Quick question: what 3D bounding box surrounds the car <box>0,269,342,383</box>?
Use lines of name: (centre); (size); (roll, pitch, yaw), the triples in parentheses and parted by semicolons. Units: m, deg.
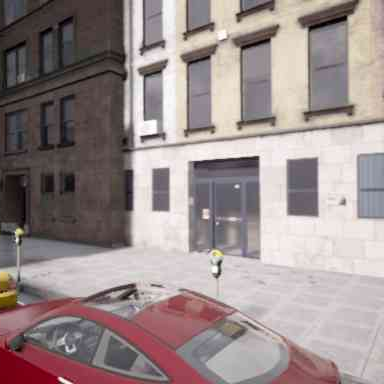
car: (-0.699, 1.604, 3.310); (4.206, 1.307, 1.802); (-1, 0, 36)
